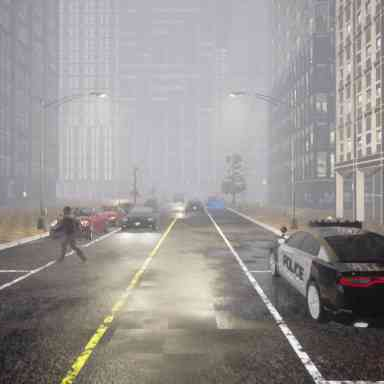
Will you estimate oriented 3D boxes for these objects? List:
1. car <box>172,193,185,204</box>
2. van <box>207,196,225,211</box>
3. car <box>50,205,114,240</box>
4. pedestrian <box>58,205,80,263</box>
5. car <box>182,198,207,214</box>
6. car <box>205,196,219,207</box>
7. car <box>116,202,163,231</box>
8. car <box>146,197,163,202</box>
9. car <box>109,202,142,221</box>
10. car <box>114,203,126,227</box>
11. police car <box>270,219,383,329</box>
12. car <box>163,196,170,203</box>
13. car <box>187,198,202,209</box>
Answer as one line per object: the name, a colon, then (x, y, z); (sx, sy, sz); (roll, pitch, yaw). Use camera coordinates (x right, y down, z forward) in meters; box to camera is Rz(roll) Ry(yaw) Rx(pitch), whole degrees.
car: (-2.639, 1.223, 65.822); (2.150, 2.045, 5.566); (0, 0, 1)
van: (2.921, 1.344, 39.406); (1.690, 1.788, 3.998); (1, 0, 0)
car: (-5.588, 1.442, 16.889); (1.967, 1.590, 4.097); (1, 0, 0)
pedestrian: (-3.816, 1.295, 10.341); (0.375, 1.860, 0.375); (1, -1, 0)
car: (0.288, 1.567, 35.527); (1.994, 1.385, 4.181); (0, 0, 1)
car: (2.983, 1.442, 50.689); (1.967, 1.590, 4.097); (1, 0, 0)
car: (-2.986, 1.566, 20.274); (1.994, 1.385, 4.181); (0, 0, 0)
car: (-5.431, 1.569, 45.102); (1.947, 1.339, 4.313); (1, 0, 0)
car: (-5.526, 1.569, 28.174); (1.947, 1.339, 4.313); (1, 0, 0)
car: (-5.557, 1.584, 22.532); (1.802, 1.307, 4.206); (1, 0, 0)
police car: (3.039, 1.427, 7.282); (1.930, 1.638, 5.238); (0, 0, 0)
car: (-5.432, 1.550, 67.671); (2.008, 1.369, 4.403); (1, 0, 0)
car: (0.325, 1.567, 45.460); (1.994, 1.385, 4.181); (0, 0, 1)
